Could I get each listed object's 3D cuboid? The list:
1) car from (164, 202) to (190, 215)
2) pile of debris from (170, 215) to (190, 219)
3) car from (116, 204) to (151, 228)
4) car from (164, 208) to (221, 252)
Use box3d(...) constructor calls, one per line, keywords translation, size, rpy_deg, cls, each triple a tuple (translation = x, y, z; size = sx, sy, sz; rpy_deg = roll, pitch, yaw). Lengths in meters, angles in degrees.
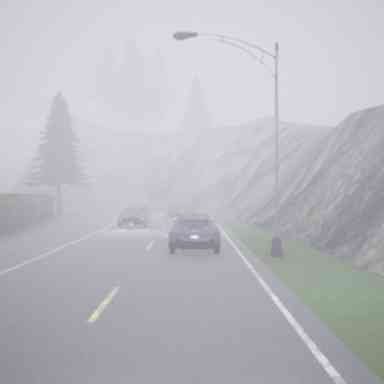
box3d(translation=(-1.288, 1.543, 29.451), size=(1.994, 1.385, 4.181), rpy_deg=(0, 0, -11), cls="car")
box3d(translation=(-1.072, 2.156, 28.939), size=(1.500, 0.140, 1.860), rpy_deg=(0, 0, -12), cls="pile of debris")
box3d(translation=(-3.791, 1.532, 22.570), size=(2.033, 1.411, 5.357), rpy_deg=(0, 0, -3), cls="car")
box3d(translation=(0.086, 1.554, 13.764), size=(1.994, 1.385, 4.181), rpy_deg=(0, 0, 0), cls="car")
